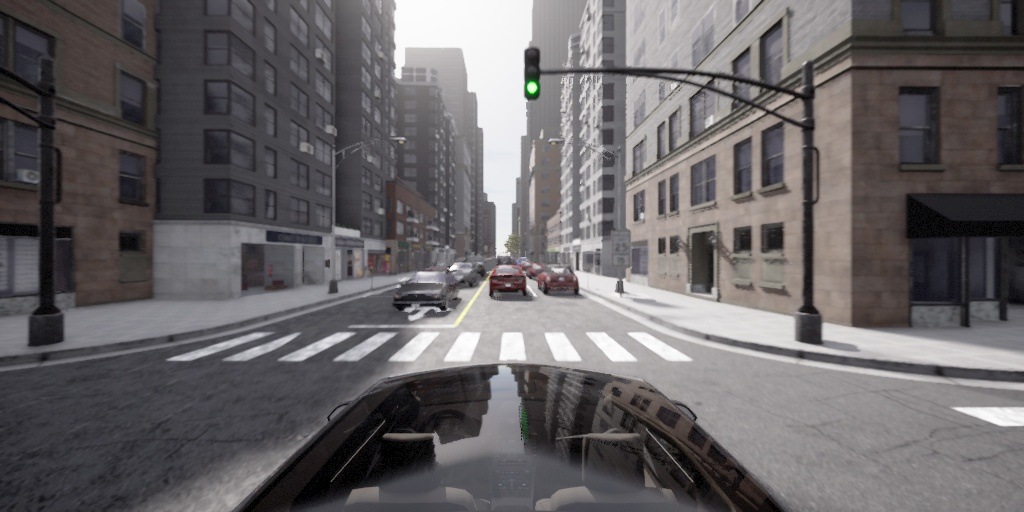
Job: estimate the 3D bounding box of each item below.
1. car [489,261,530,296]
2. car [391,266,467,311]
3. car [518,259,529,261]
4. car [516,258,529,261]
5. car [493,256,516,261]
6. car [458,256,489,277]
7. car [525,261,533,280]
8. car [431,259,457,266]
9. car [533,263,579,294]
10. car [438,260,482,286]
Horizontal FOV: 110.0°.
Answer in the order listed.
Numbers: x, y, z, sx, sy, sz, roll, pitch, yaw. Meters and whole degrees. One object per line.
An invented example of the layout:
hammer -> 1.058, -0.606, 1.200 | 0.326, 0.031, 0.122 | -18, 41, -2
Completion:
car -> -0.243, 1.235, 19.527 | 1.882, 1.535, 5.008 | 0, 0, -1
car -> -3.303, 1.303, 14.870 | 2.033, 1.411, 5.357 | 0, 0, -1
car -> 1.973, 1.349, 42.857 | 1.802, 1.307, 4.207 | 0, 0, -1
car -> 1.840, 1.325, 48.510 | 1.888, 1.381, 4.507 | 0, 0, -1
car -> -0.960, 0.995, 46.051 | 2.150, 2.045, 5.566 | 0, 0, -1
car -> -3.719, 0.980, 35.672 | 2.150, 2.045, 5.566 | 0, 0, -1
car -> 2.236, 1.342, 31.556 | 1.802, 1.307, 4.207 | 0, 0, -1
car -> -6.287, 1.196, 31.365 | 1.967, 1.591, 4.097 | 0, 0, -1
car -> 2.500, 1.199, 20.249 | 1.967, 1.591, 4.097 | 0, 0, -1
car -> -3.472, 1.248, 25.089 | 2.128, 1.511, 4.902 | 0, 0, -1
